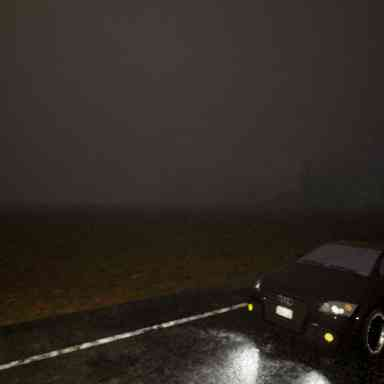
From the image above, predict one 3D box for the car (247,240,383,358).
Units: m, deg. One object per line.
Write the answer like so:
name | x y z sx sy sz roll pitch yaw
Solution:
car | 3.006 1.635 6.138 4.181 1.385 1.994 1 0 -36
